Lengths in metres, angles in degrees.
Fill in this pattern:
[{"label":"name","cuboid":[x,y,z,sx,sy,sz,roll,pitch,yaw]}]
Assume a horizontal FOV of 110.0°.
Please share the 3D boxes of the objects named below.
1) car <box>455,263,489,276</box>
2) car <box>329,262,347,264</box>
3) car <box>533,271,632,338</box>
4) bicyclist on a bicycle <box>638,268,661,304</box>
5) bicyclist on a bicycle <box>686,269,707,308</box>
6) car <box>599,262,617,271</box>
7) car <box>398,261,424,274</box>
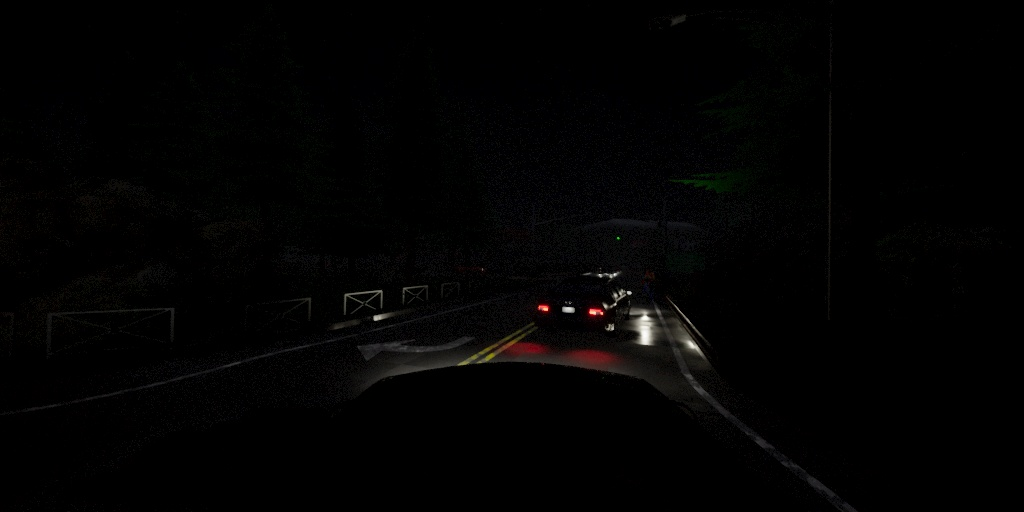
[{"label":"car","cuboid":[-5.080,1.626,44.503,4.553,1.767,2.097,1,-1,19]},{"label":"car","cuboid":[-23.389,1.545,51.260,4.674,1.442,1.812,1,-1,23]},{"label":"car","cuboid":[2.257,1.295,10.256,2.033,1.411,5.357,1,-1,24]},{"label":"bicyclist on a bicycle","cuboid":[6.353,1.372,16.482,1.656,1.620,0.582,1,-1,-32]},{"label":"bicyclist on a bicycle","cuboid":[7.805,1.383,15.107,1.656,1.620,0.582,1,-1,-35]},{"label":"car","cuboid":[15.349,2.060,57.948,2.097,1.767,4.553,1,-1,19]},{"label":"car","cuboid":[-13.977,1.501,47.661,4.553,1.767,2.097,1,-1,20]}]
